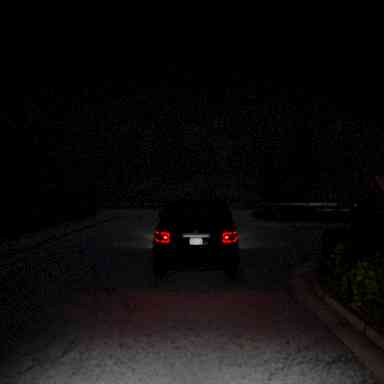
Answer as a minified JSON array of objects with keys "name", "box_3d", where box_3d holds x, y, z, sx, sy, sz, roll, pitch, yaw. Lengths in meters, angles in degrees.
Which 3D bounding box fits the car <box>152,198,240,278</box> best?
[{"name":"car","box_3d":[0.096,1.194,10.163,2.150,2.045,5.566,0,0,0]}]

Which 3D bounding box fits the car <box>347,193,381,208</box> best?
[{"name":"car","box_3d":[21.636,1.110,39.836,5.566,2.045,2.150,0,0,1]}]
